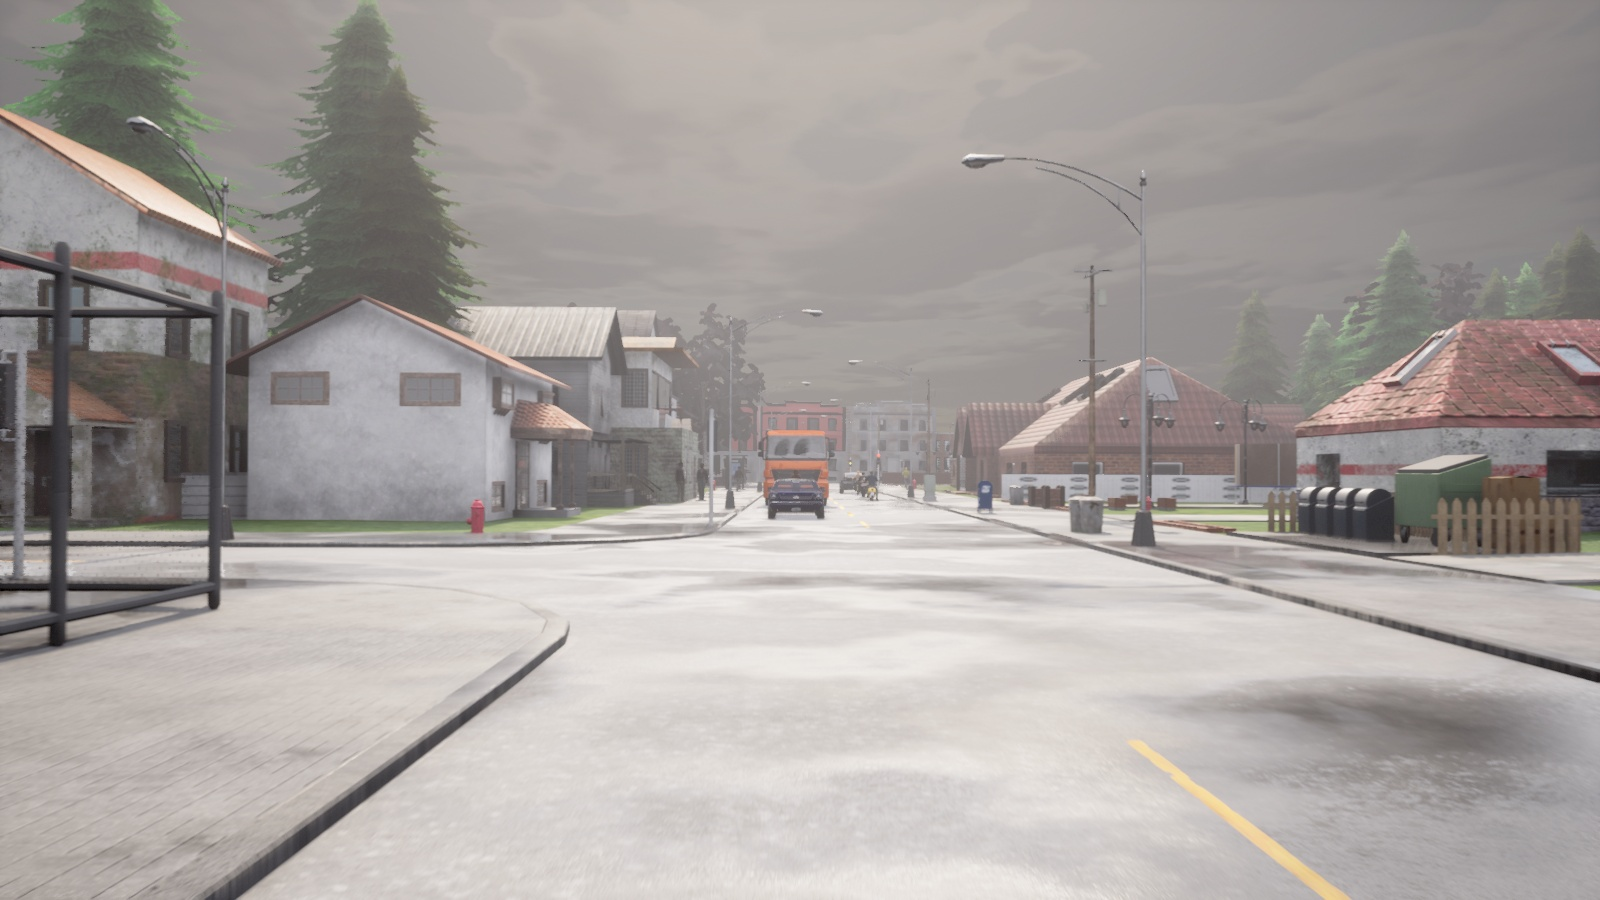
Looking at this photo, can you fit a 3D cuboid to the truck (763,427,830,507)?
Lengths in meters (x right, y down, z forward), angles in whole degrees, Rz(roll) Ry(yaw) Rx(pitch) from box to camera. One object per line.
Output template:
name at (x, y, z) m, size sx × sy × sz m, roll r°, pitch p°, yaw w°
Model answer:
truck at (-0.175, 0.818, 58.843) m, size 2.891 × 3.462 × 7.936 m, roll 0°, pitch -1°, yaw 0°

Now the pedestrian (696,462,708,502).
pedestrian at (-4.816, 1.578, 61.788) m, size 0.402 × 1.930 × 0.666 m, roll 0°, pitch -1°, yaw 10°

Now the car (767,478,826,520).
car at (-0.130, 1.631, 42.713) m, size 1.895 × 1.301 × 4.718 m, roll 0°, pitch -1°, yaw -1°

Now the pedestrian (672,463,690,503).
pedestrian at (-5.468, 1.513, 57.757) m, size 0.703 × 1.840 × 0.431 m, roll 1°, pitch -1°, yaw -40°

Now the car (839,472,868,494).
car at (3.731, 2.285, 88.434) m, size 1.837 × 1.490 × 4.892 m, roll 0°, pitch -1°, yaw 0°
